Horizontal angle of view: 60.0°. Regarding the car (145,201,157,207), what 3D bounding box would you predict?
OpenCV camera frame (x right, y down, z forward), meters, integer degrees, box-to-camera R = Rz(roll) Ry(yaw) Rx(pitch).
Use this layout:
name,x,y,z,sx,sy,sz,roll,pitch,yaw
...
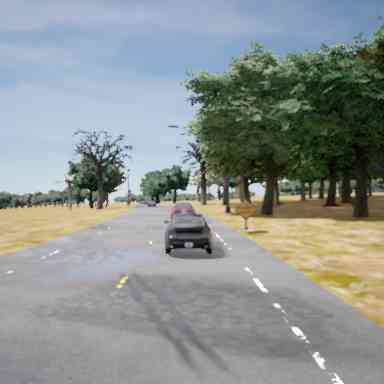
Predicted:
name,x,y,z,sx,sy,sz,roll,pitch,yaw
car,-8.576,2.540,71.217,2.033,1.411,5.357,0,-1,-8

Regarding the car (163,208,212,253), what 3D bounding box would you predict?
name,x,y,z,sx,sy,sz,roll,pitch,yaw
car,-0.167,1.656,14.415,1.837,1.490,4.892,0,0,-1

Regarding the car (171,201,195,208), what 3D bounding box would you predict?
name,x,y,z,sx,sy,sz,roll,pitch,yaw
car,-0.794,1.681,29.260,2.097,1.767,4.553,0,-1,-3

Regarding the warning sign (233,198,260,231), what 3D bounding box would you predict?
name,x,y,z,sx,sy,sz,roll,pitch,yaw
warning sign,3.176,1.331,19.632,1.300,1.860,1.060,-2,-3,-2
